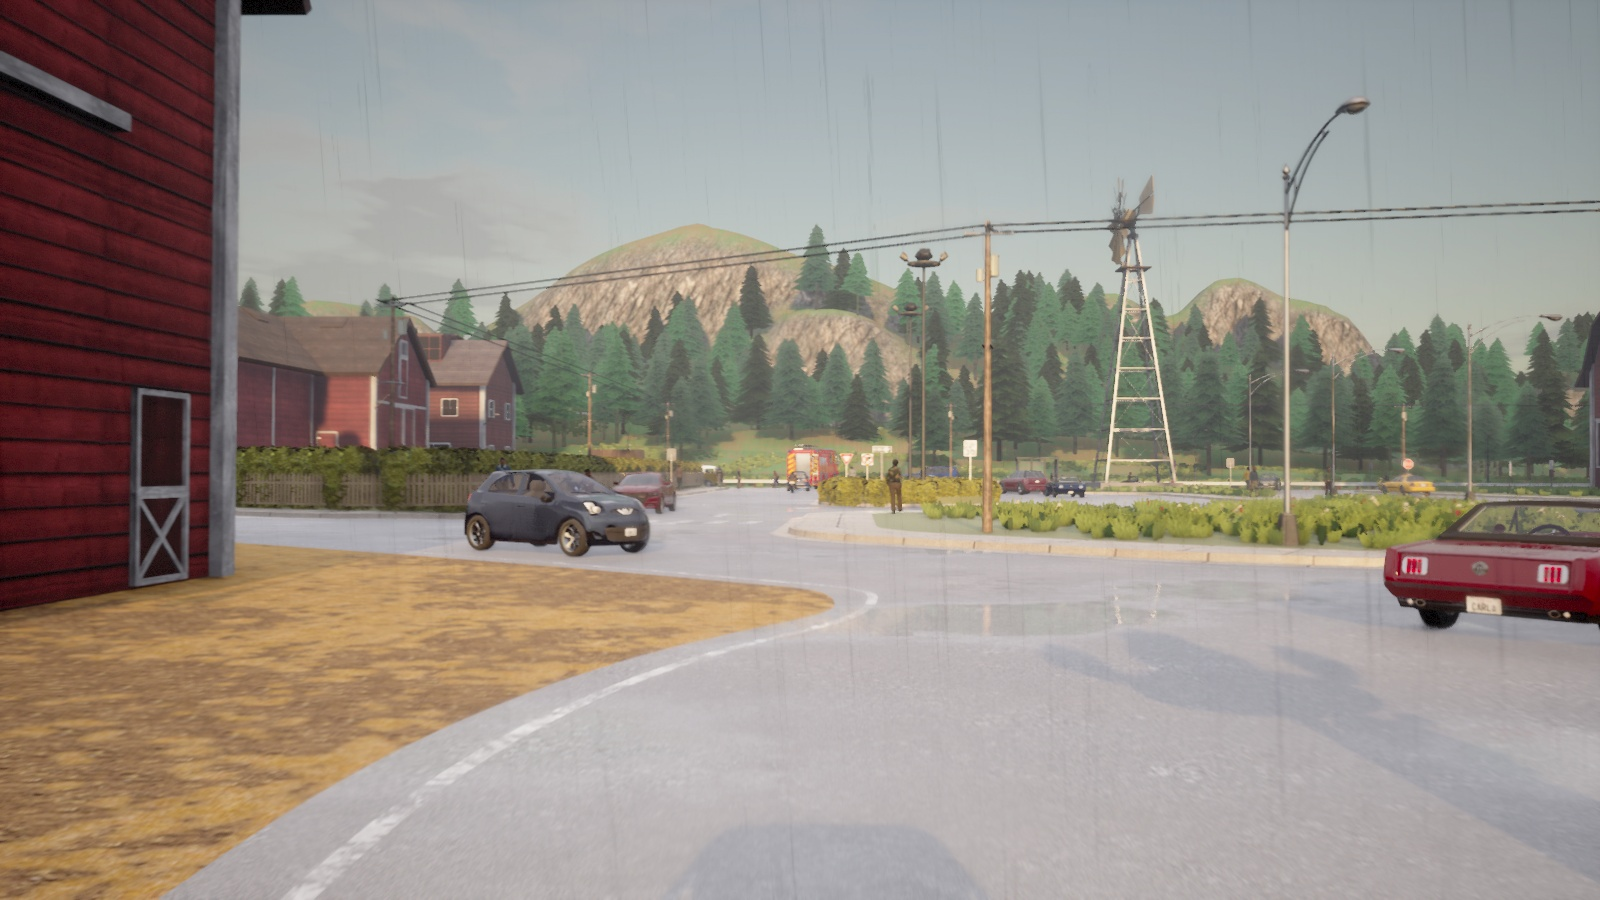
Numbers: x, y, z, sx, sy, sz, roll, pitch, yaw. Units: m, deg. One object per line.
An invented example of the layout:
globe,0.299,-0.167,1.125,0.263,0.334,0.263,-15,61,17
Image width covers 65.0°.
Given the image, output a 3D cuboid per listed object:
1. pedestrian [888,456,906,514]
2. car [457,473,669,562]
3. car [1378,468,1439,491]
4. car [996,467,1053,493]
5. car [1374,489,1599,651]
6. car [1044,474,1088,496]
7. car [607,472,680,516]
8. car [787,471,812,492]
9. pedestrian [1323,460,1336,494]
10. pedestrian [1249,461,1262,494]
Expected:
pedestrian,3.221,1.155,41.705,0.395,1.930,0.692,-1,-1,19
car,-4.375,1.172,23.003,3.633,1.501,1.845,-1,-1,37
car,42.610,2.060,88.099,1.801,1.575,5.366,0,-1,2
car,15.470,2.064,86.739,2.097,1.767,4.553,0,-1,-15
car,8.033,1.094,12.884,4.718,1.301,1.895,1,-1,-37
car,16.392,2.150,77.629,1.895,1.301,4.718,0,-1,2
car,-5.759,1.599,46.809,1.882,1.535,5.008,0,-1,3
car,-0.038,2.417,96.991,1.789,1.549,3.705,0,-1,3
pedestrian,30.374,1.556,71.999,0.423,1.949,0.788,0,-1,3
pedestrian,25.638,1.557,70.742,0.370,1.835,0.726,0,-1,-7
